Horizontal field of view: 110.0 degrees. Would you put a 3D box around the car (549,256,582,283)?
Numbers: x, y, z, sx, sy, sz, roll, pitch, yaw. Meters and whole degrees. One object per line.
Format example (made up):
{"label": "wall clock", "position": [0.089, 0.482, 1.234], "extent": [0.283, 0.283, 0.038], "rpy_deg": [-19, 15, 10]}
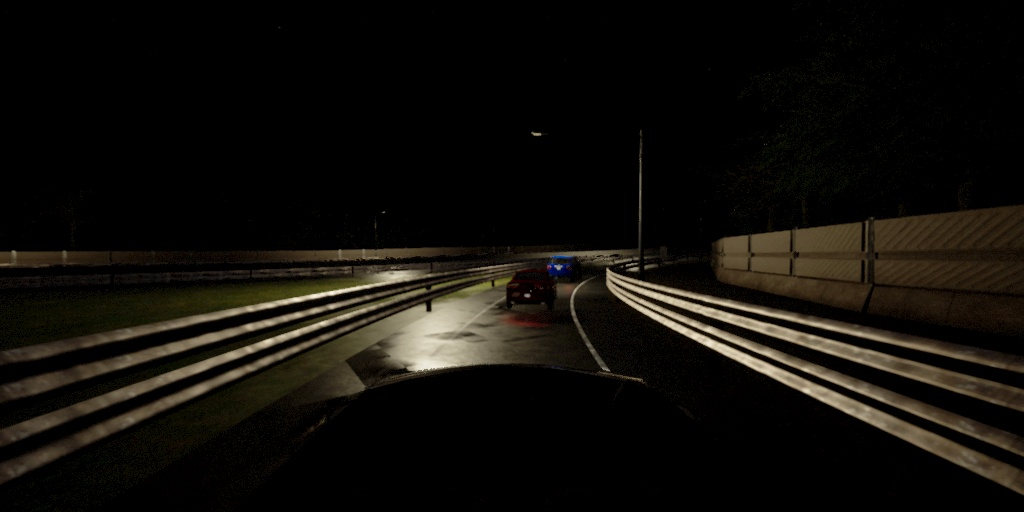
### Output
{"label": "car", "position": [4.416, 1.020, 29.731], "extent": [2.150, 2.045, 5.566], "rpy_deg": [1, 1, 19]}

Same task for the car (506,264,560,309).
{"label": "car", "position": [0.989, 1.333, 15.938], "extent": [1.882, 1.535, 5.008], "rpy_deg": [0, 0, 10]}
